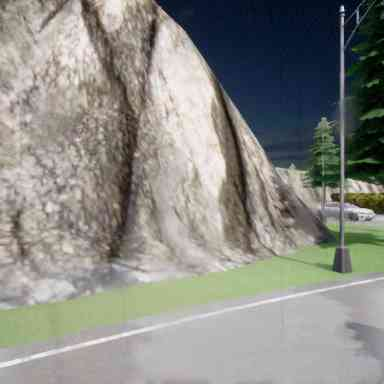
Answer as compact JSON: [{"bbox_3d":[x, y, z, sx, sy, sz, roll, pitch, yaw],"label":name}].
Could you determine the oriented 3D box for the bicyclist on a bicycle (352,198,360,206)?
[{"bbox_3d":[16.430,1.446,33.354,1.656,1.620,0.582,0,0,-28],"label":"bicyclist on a bicycle"}]

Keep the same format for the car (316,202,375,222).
[{"bbox_3d":[12.061,1.520,26.464,1.812,1.442,4.674,0,0,-28],"label":"car"}]
